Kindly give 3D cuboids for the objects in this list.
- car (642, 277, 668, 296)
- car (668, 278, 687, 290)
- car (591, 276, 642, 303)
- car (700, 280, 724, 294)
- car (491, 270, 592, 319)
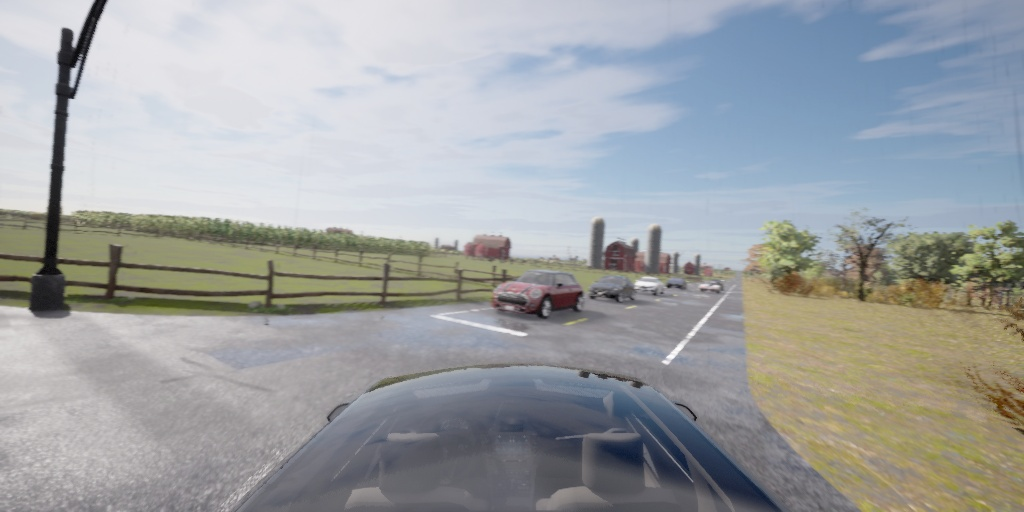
[{"bbox_3d":[11.839,2.542,30.983,1.812,1.442,4.674,4,-1,33],"label":"car"},{"bbox_3d":[20.219,3.369,43.935,2.033,1.411,5.357,4,-1,33],"label":"car"},{"bbox_3d":[6.330,1.992,22.357,1.837,1.490,4.892,4,-1,33],"label":"car"},{"bbox_3d":[23.173,3.628,41.889,1.895,1.301,4.718,4,-1,33],"label":"car"},{"bbox_3d":[1.190,1.344,14.354,2.097,1.767,4.553,4,-1,34],"label":"car"}]
